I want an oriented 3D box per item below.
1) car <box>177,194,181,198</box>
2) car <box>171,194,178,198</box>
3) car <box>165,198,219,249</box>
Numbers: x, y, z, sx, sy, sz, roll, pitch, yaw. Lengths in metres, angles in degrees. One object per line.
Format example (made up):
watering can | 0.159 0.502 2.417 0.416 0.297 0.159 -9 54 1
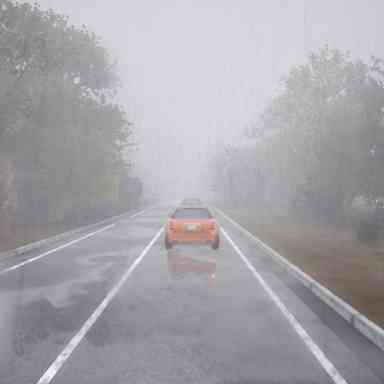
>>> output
car | 0.000 1.270 29.616 2.097 1.767 4.553 0 0 0
car | -3.499 1.108 72.715 2.128 1.511 4.902 0 0 0
car | 0.000 1.339 14.618 2.097 1.767 4.553 0 0 0
